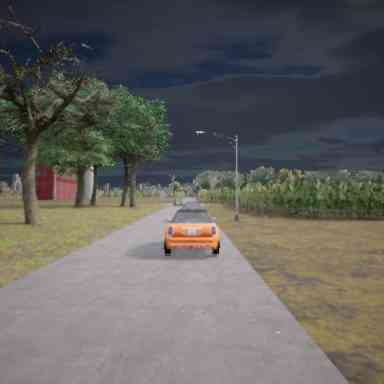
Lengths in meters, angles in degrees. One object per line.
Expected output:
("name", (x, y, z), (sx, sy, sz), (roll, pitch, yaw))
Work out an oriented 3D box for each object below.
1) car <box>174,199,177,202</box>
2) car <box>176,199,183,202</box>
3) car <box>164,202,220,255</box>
("car", (-2.753, 2.081, 66.468), (2.128, 1.511, 4.902), (0, -1, 0))
("car", (0.002, 1.619, 29.099), (2.097, 1.767, 4.553), (0, -1, 0))
("car", (0.001, 1.483, 14.096), (2.097, 1.767, 4.553), (0, -1, 0))
